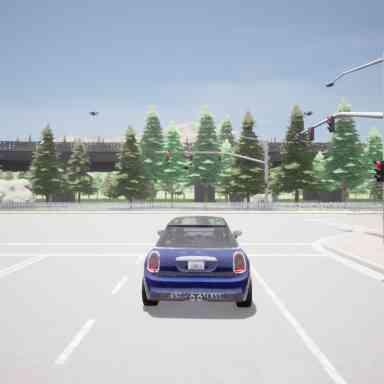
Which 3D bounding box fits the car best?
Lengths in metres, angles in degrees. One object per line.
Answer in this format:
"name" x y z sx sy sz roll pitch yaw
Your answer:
"car" 0.173 1.352 8.152 2.097 1.767 4.553 0 0 3
